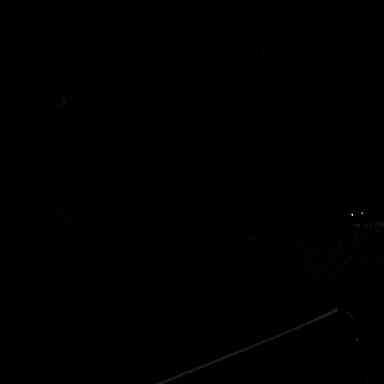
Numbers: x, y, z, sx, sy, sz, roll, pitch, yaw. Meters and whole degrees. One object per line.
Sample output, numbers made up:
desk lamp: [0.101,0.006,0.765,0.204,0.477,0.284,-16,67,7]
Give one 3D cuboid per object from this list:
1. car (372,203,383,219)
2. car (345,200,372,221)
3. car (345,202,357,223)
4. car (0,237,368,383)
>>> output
car: [15.844,1.581,29.012,1.947,1.339,4.313,0,0,-35]
car: [10.845,1.209,26.575,2.150,2.045,5.566,0,0,-35]
car: [9.307,1.540,24.354,1.947,1.339,4.313,0,0,-35]
car: [-0.620,1.352,2.630,4.553,1.767,2.097,0,0,-36]
